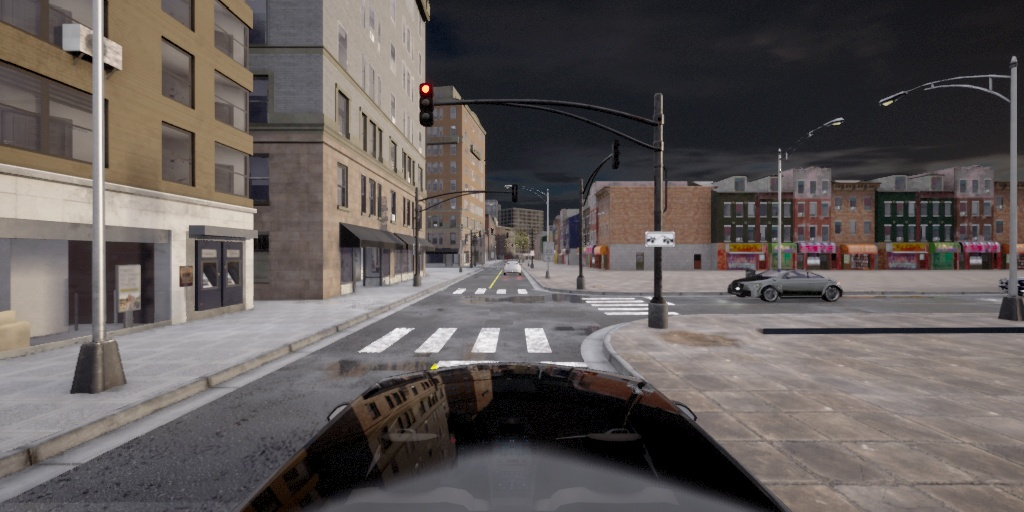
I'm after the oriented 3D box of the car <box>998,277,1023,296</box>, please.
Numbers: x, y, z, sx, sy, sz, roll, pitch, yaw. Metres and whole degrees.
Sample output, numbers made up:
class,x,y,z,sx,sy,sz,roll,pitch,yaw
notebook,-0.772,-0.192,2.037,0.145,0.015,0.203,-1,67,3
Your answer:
class,x,y,z,sx,sy,sz,roll,pitch,yaw
car,25.130,1.249,16.033,4.718,1.301,1.895,0,0,0

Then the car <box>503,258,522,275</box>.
class,x,y,z,sx,sy,sz,roll,pitch,yaw
car,0.064,1.283,38.327,1.812,1.442,4.674,0,0,0

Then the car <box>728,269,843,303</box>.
class,x,y,z,sx,sy,sz,roll,pitch,yaw
car,12.041,1.261,15.962,4.181,1.385,1.994,0,0,0
